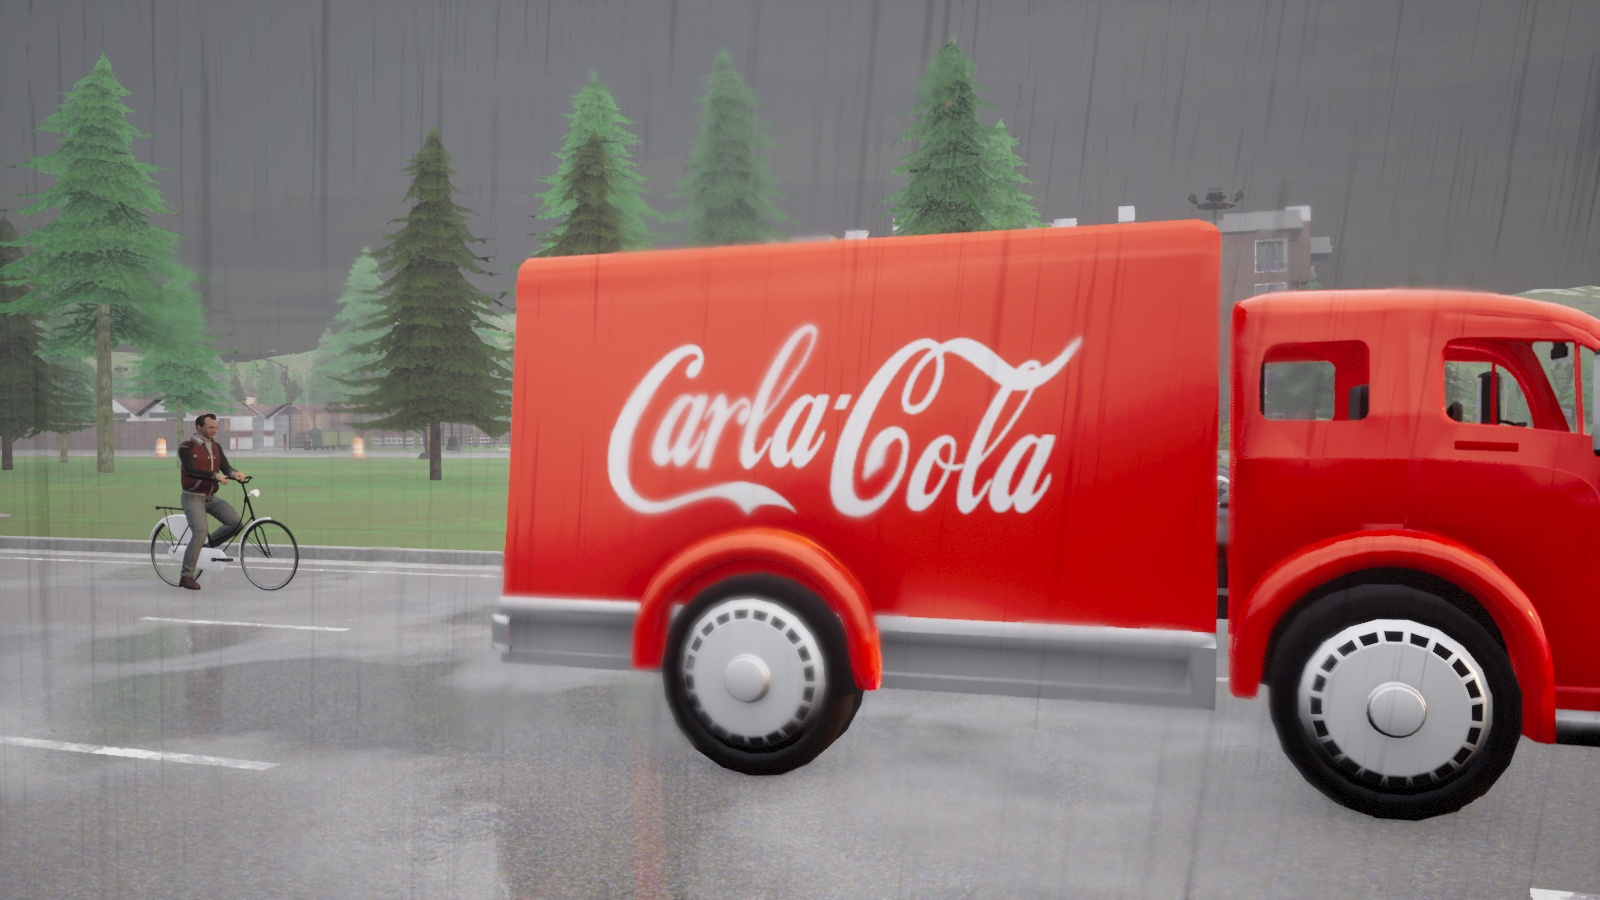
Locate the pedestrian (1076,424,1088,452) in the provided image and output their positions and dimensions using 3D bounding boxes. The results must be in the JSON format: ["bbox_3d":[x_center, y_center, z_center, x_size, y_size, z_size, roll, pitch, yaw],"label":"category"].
[{"bbox_3d":[18.153,-0.772,80.902,0.706,1.836,0.354,1,1,19],"label":"pedestrian"}]

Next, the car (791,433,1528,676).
[{"bbox_3d":[2.596,0.637,9.704,4.902,1.511,2.128,1,1,19],"label":"car"}]

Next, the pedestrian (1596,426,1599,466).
[{"bbox_3d":[37.891,-0.183,59.130,0.540,1.848,0.694,1,1,22],"label":"pedestrian"}]

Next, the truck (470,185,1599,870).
[{"bbox_3d":[1.307,0.239,6.438,5.204,2.467,2.627,1,1,19],"label":"truck"}]

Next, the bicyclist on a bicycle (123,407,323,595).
[{"bbox_3d":[-5.743,0.475,12.509,1.843,1.776,0.659,0,1,19],"label":"bicyclist on a bicycle"}]
